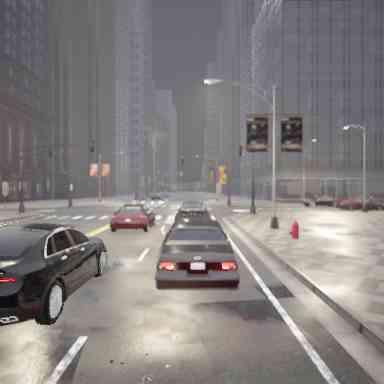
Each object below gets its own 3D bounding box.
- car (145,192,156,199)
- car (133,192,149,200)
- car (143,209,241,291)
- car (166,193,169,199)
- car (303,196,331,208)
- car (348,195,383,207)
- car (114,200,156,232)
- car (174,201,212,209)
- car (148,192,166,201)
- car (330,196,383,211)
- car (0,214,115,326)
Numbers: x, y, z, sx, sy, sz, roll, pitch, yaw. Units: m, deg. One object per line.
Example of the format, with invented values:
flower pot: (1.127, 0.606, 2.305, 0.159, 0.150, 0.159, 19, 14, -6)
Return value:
car: (-9.734, 0.815, 78.042, 1.837, 1.490, 4.892, 0, 0, 0)
car: (-9.778, 0.916, 62.566, 1.837, 1.490, 4.892, 0, 1, 1)
car: (0.108, 1.428, 8.848, 2.033, 1.411, 5.357, 0, 1, 0)
car: (-6.484, 0.867, 78.060, 1.994, 1.385, 4.181, 0, 0, 0)
car: (15.193, 1.102, 38.836, 4.313, 1.339, 1.947, 0, 0, -1)
car: (20.833, 1.082, 38.923, 4.313, 1.339, 1.947, 0, 0, -1)
car: (-3.146, 1.336, 18.332, 1.994, 1.385, 4.181, 0, 1, 0)
car: (0.050, 1.274, 18.585, 1.837, 1.490, 4.892, 0, 1, 1)
car: (-6.526, 1.014, 62.540, 1.895, 1.301, 4.718, 0, 0, 1)
car: (15.321, 1.139, 30.313, 4.206, 1.307, 1.802, 0, 0, -1)
car: (-3.149, 1.407, 6.865, 1.837, 1.490, 4.892, 0, 0, 0)
